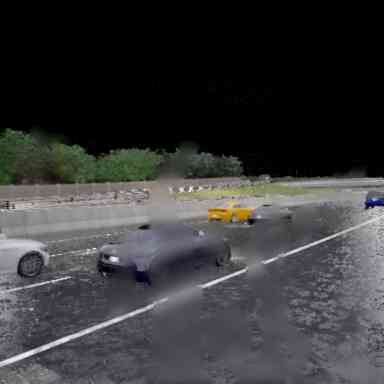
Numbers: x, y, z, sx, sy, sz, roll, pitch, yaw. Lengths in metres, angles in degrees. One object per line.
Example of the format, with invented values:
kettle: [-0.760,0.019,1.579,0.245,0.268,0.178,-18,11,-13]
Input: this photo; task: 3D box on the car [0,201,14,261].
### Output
car: [-8.898,1.382,10.273,2.150,2.045,5.566,-1,0,38]

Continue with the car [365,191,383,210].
car: [20.688,0.893,36.718,2.150,2.045,5.566,-1,0,38]

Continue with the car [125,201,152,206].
car: [-6.252,1.752,36.524,1.812,1.442,4.674,-1,0,38]

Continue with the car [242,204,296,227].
car: [5.557,1.543,22.916,1.994,1.385,4.181,-1,0,38]

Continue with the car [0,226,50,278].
car: [-5.995,1.628,8.295,1.812,1.442,4.674,-1,0,38]

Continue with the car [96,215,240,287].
car: [-0.626,1.586,9.595,1.994,1.385,4.181,-1,0,38]

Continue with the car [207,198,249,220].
car: [3.162,1.506,25.535,1.882,1.535,5.008,-1,0,38]
